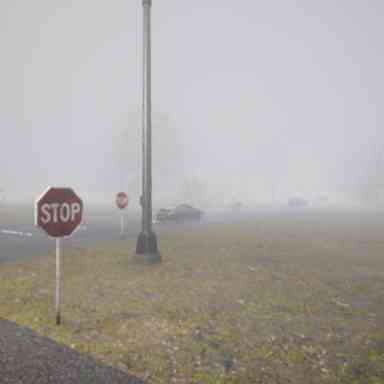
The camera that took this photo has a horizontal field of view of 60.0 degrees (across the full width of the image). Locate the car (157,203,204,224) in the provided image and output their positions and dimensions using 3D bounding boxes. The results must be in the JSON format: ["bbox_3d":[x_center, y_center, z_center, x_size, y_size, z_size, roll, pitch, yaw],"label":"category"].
[{"bbox_3d":[-0.855,1.630,26.212,1.812,1.442,4.674,0,0,34],"label":"car"}]

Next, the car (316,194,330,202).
[{"bbox_3d":[32.445,1.483,81.739,2.150,2.045,5.566,0,0,30],"label":"car"}]

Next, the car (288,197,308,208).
[{"bbox_3d":[16.858,1.552,52.749,2.097,1.767,4.553,0,0,33],"label":"car"}]

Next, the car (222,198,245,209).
[{"bbox_3d":[6.108,1.674,49.202,2.128,1.511,4.902,0,0,34],"label":"car"}]
